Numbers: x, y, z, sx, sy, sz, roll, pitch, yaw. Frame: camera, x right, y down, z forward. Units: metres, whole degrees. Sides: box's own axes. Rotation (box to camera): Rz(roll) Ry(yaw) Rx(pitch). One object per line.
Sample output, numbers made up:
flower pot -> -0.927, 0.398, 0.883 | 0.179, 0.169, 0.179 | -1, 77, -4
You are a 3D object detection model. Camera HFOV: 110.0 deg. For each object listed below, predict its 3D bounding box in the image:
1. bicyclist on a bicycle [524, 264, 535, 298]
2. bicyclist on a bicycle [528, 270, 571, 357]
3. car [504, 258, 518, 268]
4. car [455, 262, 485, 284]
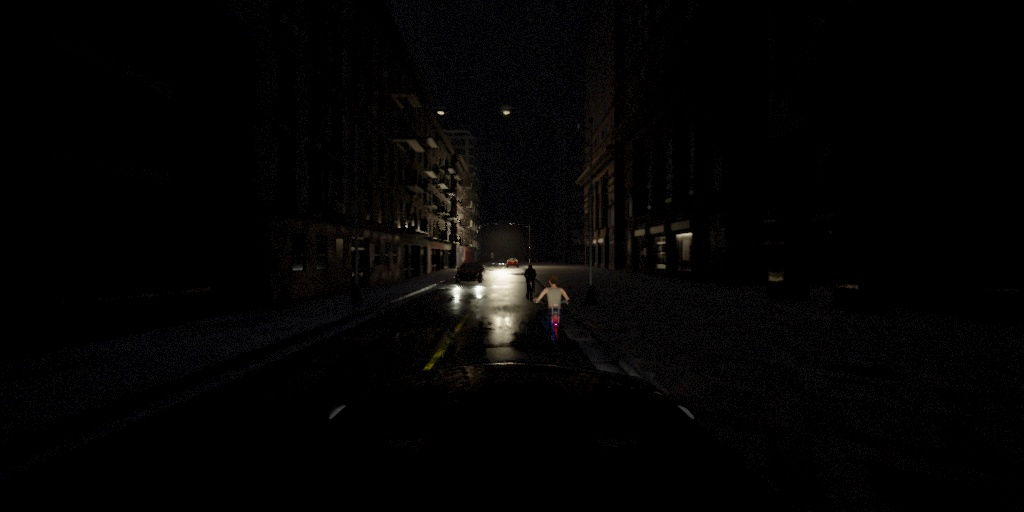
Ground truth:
bicyclist on a bicycle -> 0.824, 1.200, 16.017 | 0.582, 1.620, 1.656 | 0, 0, 0
bicyclist on a bicycle -> 0.860, 1.185, 7.584 | 0.866, 1.612, 1.509 | 0, 0, 0
car -> 0.087, 1.165, 64.841 | 2.097, 1.767, 4.553 | 0, 0, 0
car -> -3.105, 1.228, 27.367 | 1.882, 1.535, 5.008 | 0, 0, 0
